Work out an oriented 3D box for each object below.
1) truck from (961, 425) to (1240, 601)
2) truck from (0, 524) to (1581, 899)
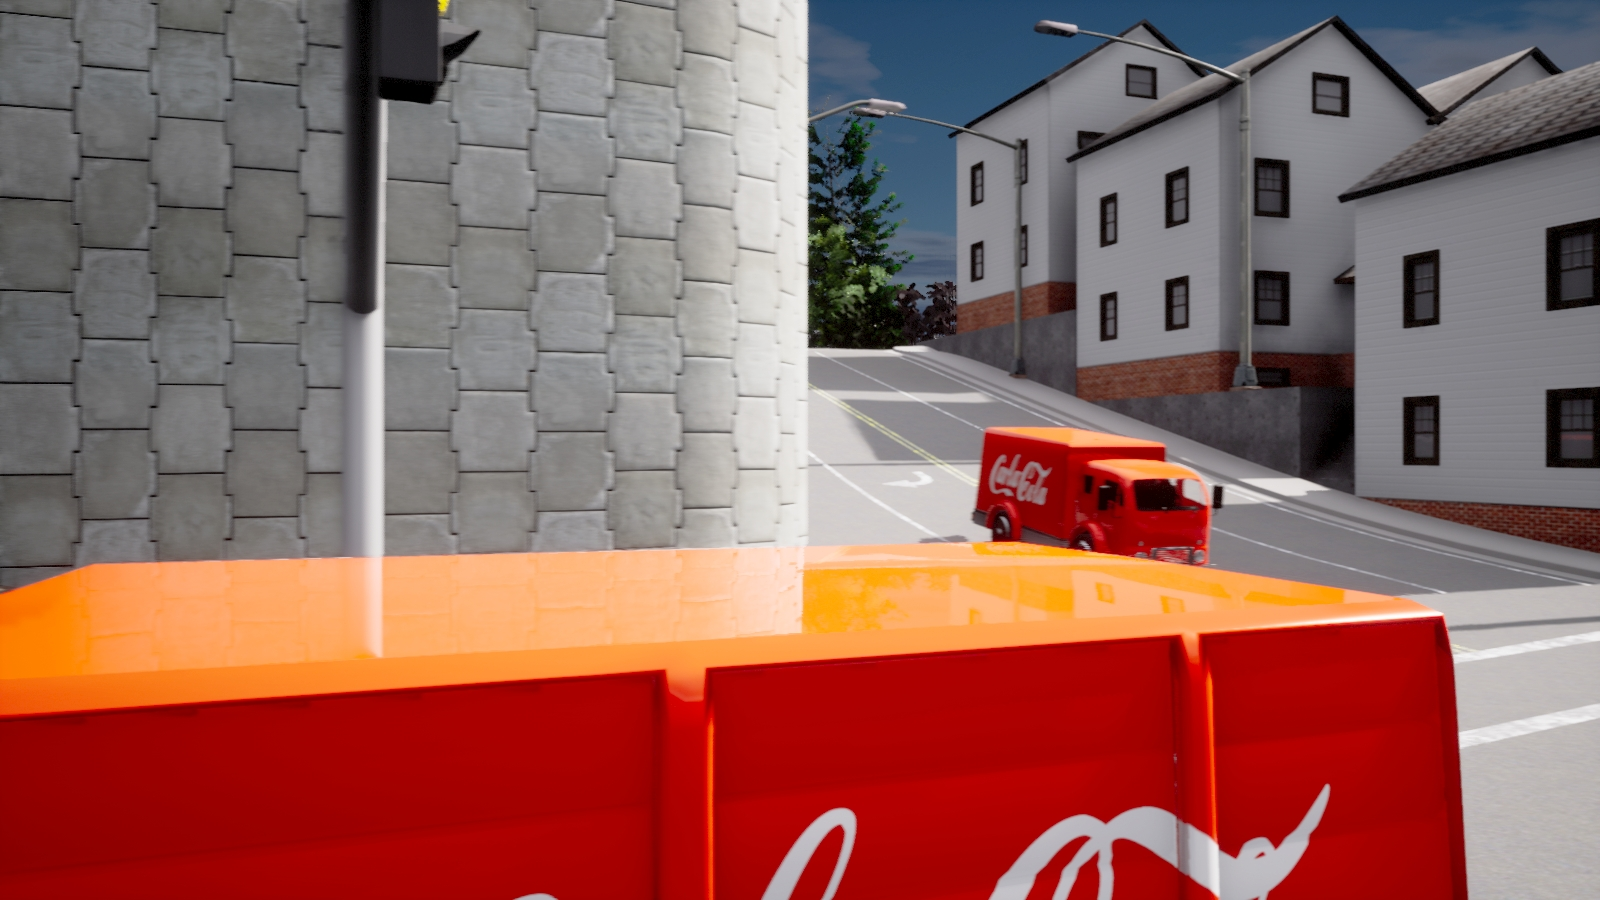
[{"bbox_3d":[5.469,0.996,21.807,2.627,2.467,5.204,0,6,-18],"label":"truck"},{"bbox_3d":[-1.174,1.565,2.850,5.204,2.467,2.627,0,0,-20],"label":"truck"}]
